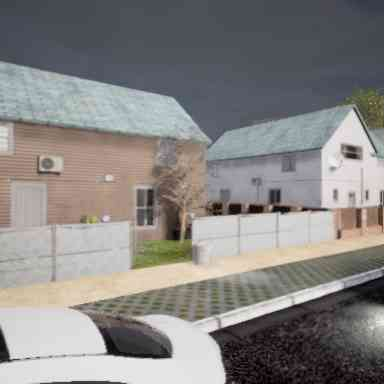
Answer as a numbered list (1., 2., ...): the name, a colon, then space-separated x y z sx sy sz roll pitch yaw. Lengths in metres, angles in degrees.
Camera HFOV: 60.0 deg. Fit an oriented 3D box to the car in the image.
1. car: -1.756 1.542 1.755 4.674 1.442 1.812 0 -1 -37
